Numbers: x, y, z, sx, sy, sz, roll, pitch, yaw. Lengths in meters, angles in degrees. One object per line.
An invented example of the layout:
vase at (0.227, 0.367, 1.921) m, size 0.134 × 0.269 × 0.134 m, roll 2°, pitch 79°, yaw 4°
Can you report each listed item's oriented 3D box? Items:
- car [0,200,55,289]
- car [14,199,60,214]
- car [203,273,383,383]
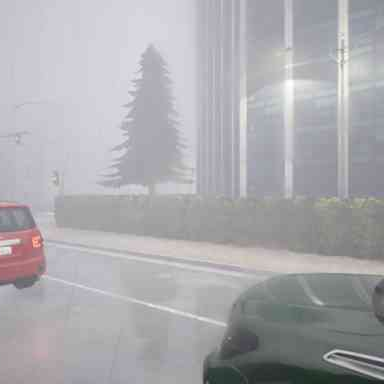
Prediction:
car at (-5.722, 1.219, 8.009) m, size 5.566 × 2.045 × 2.150 m, roll 0°, pitch 0°, yaw 38°
car at (-17.162, 1.556, 37.002) m, size 1.994 × 1.385 × 4.181 m, roll 0°, pitch 0°, yaw 36°
car at (2.749, 1.222, 2.030) m, size 5.566 × 2.045 × 2.150 m, roll 0°, pitch 0°, yaw 36°
